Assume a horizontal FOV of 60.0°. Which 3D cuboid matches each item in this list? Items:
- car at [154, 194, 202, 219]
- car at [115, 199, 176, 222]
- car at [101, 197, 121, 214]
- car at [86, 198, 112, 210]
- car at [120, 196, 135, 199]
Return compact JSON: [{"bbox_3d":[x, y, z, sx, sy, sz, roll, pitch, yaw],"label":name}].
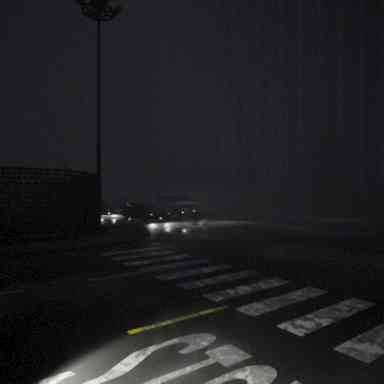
[{"bbox_3d":[-1.448,1.156,28.586,2.150,2.045,5.566,0,0,-36],"label":"car"},{"bbox_3d":[-3.770,1.483,25.821,2.033,1.411,5.357,0,0,-36],"label":"car"},{"bbox_3d":[-9.136,1.500,33.310,1.994,1.385,4.181,0,0,-35],"label":"car"},{"bbox_3d":[-12.211,1.498,43.605,1.994,1.385,4.181,0,0,-35],"label":"car"},{"bbox_3d":[-7.033,1.286,36.378,2.097,1.767,4.553,0,0,-36],"label":"car"}]
